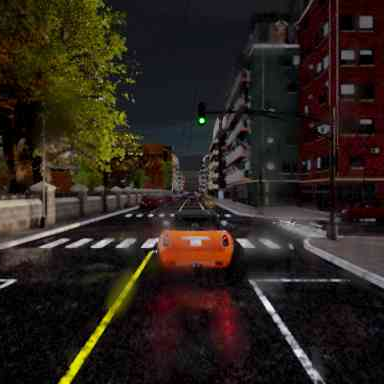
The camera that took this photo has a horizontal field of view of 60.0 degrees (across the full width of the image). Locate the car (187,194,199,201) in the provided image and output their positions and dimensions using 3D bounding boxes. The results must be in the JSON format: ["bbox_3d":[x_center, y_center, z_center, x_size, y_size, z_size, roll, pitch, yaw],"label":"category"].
[{"bbox_3d":[-0.001,1.511,69.236,2.128,1.511,4.902,0,0,0],"label":"car"}]

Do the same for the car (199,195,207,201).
[{"bbox_3d":[2.684,1.549,82.674,1.887,1.381,4.507,0,0,0],"label":"car"}]

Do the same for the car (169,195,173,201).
[{"bbox_3d":[-5.696,1.581,71.602,1.802,1.307,4.206,0,0,0],"label":"car"}]

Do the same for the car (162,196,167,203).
[{"bbox_3d":[-5.695,1.432,54.997,1.967,1.590,4.097,0,0,0],"label":"car"}]

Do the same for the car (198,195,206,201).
[{"bbox_3d":[2.684,1.553,88.209,1.887,1.381,4.507,0,0,0],"label":"car"}]

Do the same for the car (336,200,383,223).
[{"bbox_3d":[14.615,1.578,27.354,5.009,1.841,2.192,1,-1,0],"label":"car"}]

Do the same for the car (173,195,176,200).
[{"bbox_3d":[-5.696,1.586,82.673,1.802,1.307,4.206,0,0,0],"label":"car"}]

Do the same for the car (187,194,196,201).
[{"bbox_3d":[-0.002,1.270,79.634,2.097,1.767,4.553,0,0,0],"label":"car"}]

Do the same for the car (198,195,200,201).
[{"bbox_3d":[2.685,1.545,60.533,2.008,1.369,4.403,0,0,0],"label":"car"}]

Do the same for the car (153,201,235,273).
[{"bbox_3d":[0.101,1.348,10.802,2.097,1.767,4.553,0,0,0],"label":"car"}]

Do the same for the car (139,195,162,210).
[{"bbox_3d":[-5.695,1.304,43.926,2.192,1.841,5.009,0,0,0],"label":"car"}]

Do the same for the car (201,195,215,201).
[{"bbox_3d":[2.686,1.516,49.632,1.752,1.417,4.829,0,0,0],"label":"car"}]

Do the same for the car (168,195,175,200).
[{"bbox_3d":[-5.697,1.537,93.573,1.752,1.417,4.829,0,0,0],"label":"car"}]

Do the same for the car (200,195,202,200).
[{"bbox_3d":[2.685,1.537,54.997,1.887,1.381,4.507,0,0,0],"label":"car"}]

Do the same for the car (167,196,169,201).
[{"bbox_3d":[-5.695,1.539,60.532,1.887,1.381,4.507,0,0,0],"label":"car"}]
